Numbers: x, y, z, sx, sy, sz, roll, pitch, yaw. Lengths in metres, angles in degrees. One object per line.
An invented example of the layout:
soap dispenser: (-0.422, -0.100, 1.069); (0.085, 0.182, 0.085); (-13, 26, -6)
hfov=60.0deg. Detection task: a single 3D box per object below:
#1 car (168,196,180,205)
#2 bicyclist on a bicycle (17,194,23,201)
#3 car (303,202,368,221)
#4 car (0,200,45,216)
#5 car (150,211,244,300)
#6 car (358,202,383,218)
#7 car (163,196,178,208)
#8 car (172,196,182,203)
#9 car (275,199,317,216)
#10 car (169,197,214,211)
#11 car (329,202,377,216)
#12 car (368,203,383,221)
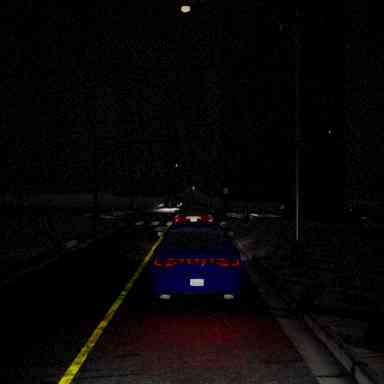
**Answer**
car: (-3.123, 1.504, 58.983); (1.837, 1.490, 4.892); (0, 0, 0)
bicyclist on a bicycle: (-20.523, 1.029, 39.675); (0.582, 1.620, 1.656); (1, 0, 0)
car: (12.116, 1.774, 28.307); (4.313, 1.339, 1.947); (1, -1, 0)
car: (-14.792, 1.366, 28.194); (4.403, 1.369, 2.008); (1, -1, 0)
car: (0.095, 1.477, 8.462); (1.882, 1.535, 5.008); (0, 0, 0)
car: (19.896, 1.851, 34.163); (4.674, 1.442, 1.812); (1, 0, 0)
car: (-3.138, 1.490, 48.744); (2.128, 1.511, 4.902); (0, 0, -2)
car: (-3.053, 1.600, 69.196); (1.895, 1.301, 4.718); (0, 0, 0)
car: (10.930, 1.538, 34.155); (4.553, 1.767, 2.097); (1, 0, 0)
car: (0.123, 1.351, 17.847); (2.097, 1.767, 4.553); (0, 0, 1)
car: (17.762, 1.841, 36.835); (4.403, 1.369, 2.008); (1, -1, 0)
car: (17.929, 1.823, 28.311); (4.829, 1.417, 1.752); (1, -1, 0)
